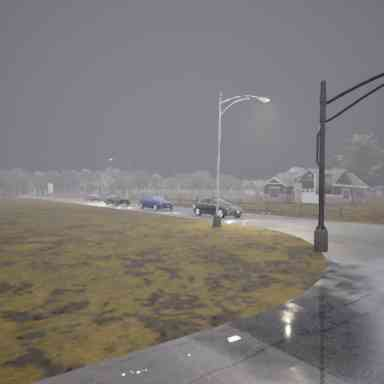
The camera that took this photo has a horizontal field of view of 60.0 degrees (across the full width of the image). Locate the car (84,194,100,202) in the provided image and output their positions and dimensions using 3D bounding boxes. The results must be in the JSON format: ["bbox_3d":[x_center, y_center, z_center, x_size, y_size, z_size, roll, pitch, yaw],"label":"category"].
[{"bbox_3d":[-18.247,1.008,61.105,2.033,1.411,5.357,2,-1,-35],"label":"car"}]

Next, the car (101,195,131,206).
[{"bbox_3d":[-9.581,1.109,42.734,1.895,1.301,4.718,2,-1,-35],"label":"car"}]

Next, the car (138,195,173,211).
[{"bbox_3d":[-3.791,1.084,34.581,1.882,1.535,5.008,2,0,-36],"label":"car"}]

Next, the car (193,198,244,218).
[{"bbox_3d":[2.004,1.227,26.434,1.837,1.490,4.892,2,0,-35],"label":"car"}]
